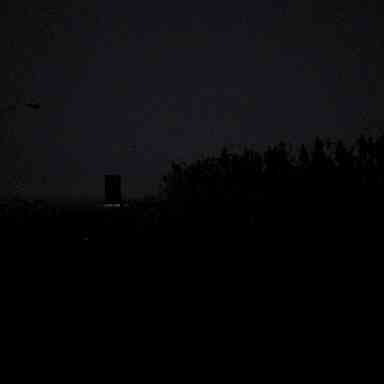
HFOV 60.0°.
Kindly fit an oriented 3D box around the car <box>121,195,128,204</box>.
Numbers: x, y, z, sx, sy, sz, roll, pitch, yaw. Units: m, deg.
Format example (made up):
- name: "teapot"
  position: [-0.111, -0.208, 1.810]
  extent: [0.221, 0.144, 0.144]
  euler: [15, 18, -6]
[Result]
- name: "car"
  position: [-11.230, 1.162, 52.392]
  extent: [2.033, 1.411, 5.357]
  euler: [-1, 1, -4]
